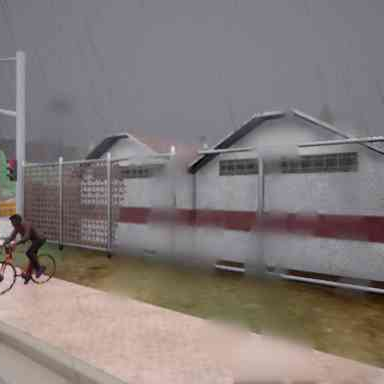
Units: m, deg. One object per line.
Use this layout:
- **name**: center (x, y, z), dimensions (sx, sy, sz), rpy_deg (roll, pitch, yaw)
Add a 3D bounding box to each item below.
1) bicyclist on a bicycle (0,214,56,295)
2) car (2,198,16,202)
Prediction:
- **bicyclist on a bicycle**: center (-3.639, 1.292, 7.156), dimensions (0.582, 1.620, 1.656), rpy_deg (0, 0, 30)
- **car**: center (-22.352, 1.418, 42.727), dimensions (1.882, 1.535, 5.008), rpy_deg (0, 0, 35)
